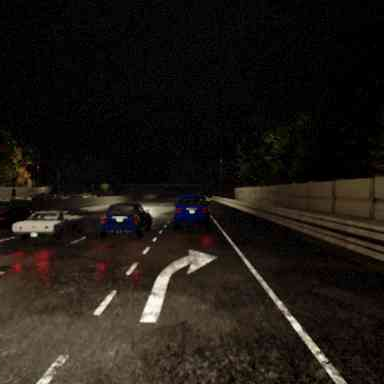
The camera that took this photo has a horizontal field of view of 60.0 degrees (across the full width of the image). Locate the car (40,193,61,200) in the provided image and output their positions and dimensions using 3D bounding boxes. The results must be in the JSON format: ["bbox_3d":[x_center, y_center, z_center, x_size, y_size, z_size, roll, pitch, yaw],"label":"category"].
[{"bbox_3d":[-28.000,1.371,66.916,2.097,1.767,4.553,0,0,0],"label":"car"}]

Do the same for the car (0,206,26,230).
[{"bbox_3d":[-10.401,1.516,19.192,1.812,1.442,4.674,0,0,0],"label":"car"}]

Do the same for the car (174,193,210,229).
[{"bbox_3d":[0.001,1.212,21.644,2.150,2.045,5.566,0,0,0],"label":"car"}]

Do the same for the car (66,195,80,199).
[{"bbox_3d":[-24.500,1.340,69.209,2.097,1.767,4.553,0,0,0],"label":"car"}]

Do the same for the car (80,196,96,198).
[{"bbox_3d":[-21.000,1.572,69.798,2.033,1.411,5.357,0,0,0],"label":"car"}]

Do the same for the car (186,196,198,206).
[{"bbox_3d":[0.000,1.530,58.236,2.128,1.511,4.902,0,0,0],"label":"car"}]

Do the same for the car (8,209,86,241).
[{"bbox_3d":[-6.897,1.591,16.745,1.895,1.301,4.718,0,0,0],"label":"car"}]

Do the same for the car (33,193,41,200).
[{"bbox_3d":[-31.500,1.190,70.381,2.150,2.045,5.566,0,0,0],"label":"car"}]

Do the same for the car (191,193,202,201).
[{"bbox_3d":[1.206,1.373,92.271,2.150,2.045,5.566,0,-1,11],"label":"car"}]

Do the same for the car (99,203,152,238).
[{"bbox_3d":[-3.400,1.342,17.744,2.097,1.767,4.553,0,0,0],"label":"car"}]
